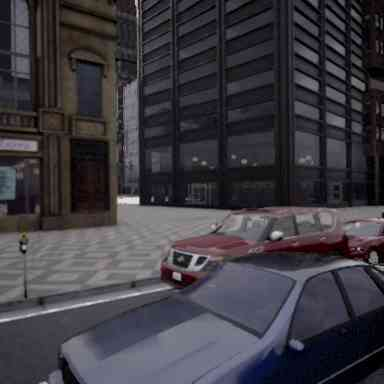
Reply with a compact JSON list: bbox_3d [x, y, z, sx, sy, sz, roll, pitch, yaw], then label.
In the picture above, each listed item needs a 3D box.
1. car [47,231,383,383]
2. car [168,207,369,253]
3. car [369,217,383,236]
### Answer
[{"bbox_3d":[1.178,1.542,4.208,5.357,1.411,2.033,0,0,-35],"label":"car"},{"bbox_3d":[1.755,1.307,7.915,5.009,1.841,2.192,0,-1,-35],"label":"car"},{"bbox_3d":[5.735,1.530,10.749,4.507,1.381,1.887,0,-1,-35],"label":"car"}]
